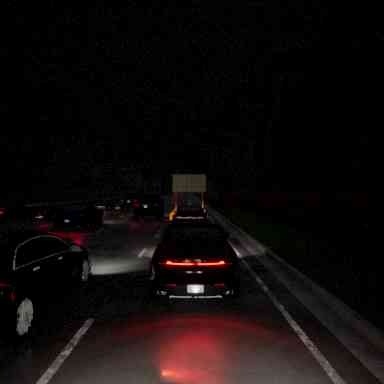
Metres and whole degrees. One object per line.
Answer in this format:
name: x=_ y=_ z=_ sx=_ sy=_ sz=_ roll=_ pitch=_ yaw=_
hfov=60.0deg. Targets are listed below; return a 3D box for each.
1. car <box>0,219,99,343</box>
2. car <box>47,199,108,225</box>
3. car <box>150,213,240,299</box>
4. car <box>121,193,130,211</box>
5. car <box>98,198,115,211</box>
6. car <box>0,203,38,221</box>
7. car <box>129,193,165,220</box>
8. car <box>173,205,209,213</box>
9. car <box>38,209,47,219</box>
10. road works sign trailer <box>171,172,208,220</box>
car: x=-3.436 y=1.502 z=6.410 sx=1.837 sy=1.490 sz=4.892 roll=0 pitch=-1 yaw=0
car: x=-7.058 y=1.477 z=21.180 sx=1.882 sy=1.535 sz=5.008 roll=0 pitch=0 yaw=0
car: x=0.047 y=1.505 z=8.439 sx=1.837 sy=1.490 sz=4.892 roll=0 pitch=0 yaw=0
car: x=-7.236 y=1.213 z=40.724 sx=2.150 sy=2.045 sz=5.566 roll=0 pitch=-1 yaw=0
car: x=-10.735 y=1.491 z=40.771 sx=2.128 sy=1.511 sz=4.902 roll=0 pitch=0 yaw=0
car: x=-14.113 y=1.547 z=26.266 sx=2.033 sy=1.411 sz=5.357 roll=0 pitch=0 yaw=1
car: x=-3.622 y=1.223 z=28.521 sx=2.150 sy=2.045 sz=5.566 roll=0 pitch=0 yaw=-1
car: x=-0.068 y=1.488 z=18.828 sx=2.128 sy=1.511 sz=4.902 roll=0 pitch=0 yaw=1
car: x=-10.616 y=1.601 z=27.729 sx=1.895 sy=1.301 sz=4.718 roll=0 pitch=0 yaw=-1
road works sign trailer: x=-0.186 y=0.464 z=22.698 sx=2.380 sy=3.560 sz=2.880 roll=0 pitch=0 yaw=-3
